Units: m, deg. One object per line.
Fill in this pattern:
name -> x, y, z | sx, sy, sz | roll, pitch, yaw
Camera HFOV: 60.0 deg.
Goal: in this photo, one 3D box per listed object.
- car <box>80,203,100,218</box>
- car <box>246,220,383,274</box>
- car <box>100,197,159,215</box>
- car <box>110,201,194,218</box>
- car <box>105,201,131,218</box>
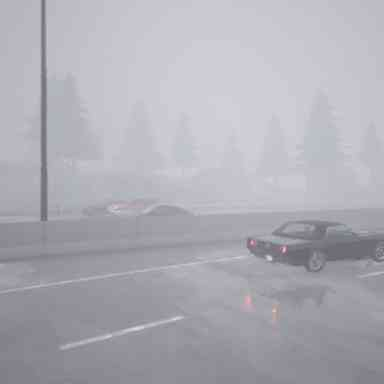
car -> -6.902, 1.349, 28.262 | 4.902, 1.511, 2.128 | 0, 0, -30
car -> 4.113, 1.544, 10.354 | 4.718, 1.301, 1.895 | 0, 0, -29
car -> -4.328, 1.220, 25.705 | 4.553, 1.767, 2.097 | 0, 0, -29
car -> -1.995, 1.428, 19.000 | 4.674, 1.442, 1.812 | 0, 0, -30
car -> -3.071, 1.486, 22.420 | 4.718, 1.301, 1.895 | 0, 0, -29
